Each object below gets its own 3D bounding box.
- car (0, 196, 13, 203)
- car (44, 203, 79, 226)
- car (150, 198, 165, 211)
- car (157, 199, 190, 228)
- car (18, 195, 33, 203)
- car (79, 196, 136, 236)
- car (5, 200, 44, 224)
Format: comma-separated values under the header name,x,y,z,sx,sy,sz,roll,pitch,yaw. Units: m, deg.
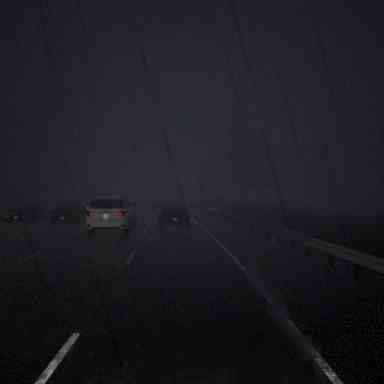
name,x,y,z,sx,sy,sz,roll,pitch,yaw
car,-36.145,1.445,64.474,1.895,1.301,4.718,0,0,-19
car,-8.398,1.477,23.291,1.882,1.535,5.008,0,0,-7
car,-3.924,1.453,39.920,1.882,1.535,5.008,0,0,-11
car,-1.226,1.462,22.094,1.882,1.535,5.008,0,0,-6
car,-32.887,1.378,65.756,2.033,1.411,5.357,0,0,-19
car,-4.381,1.216,18.514,2.150,2.045,5.566,0,0,-6
car,-12.087,1.532,24.573,1.812,1.442,4.674,0,0,-7
